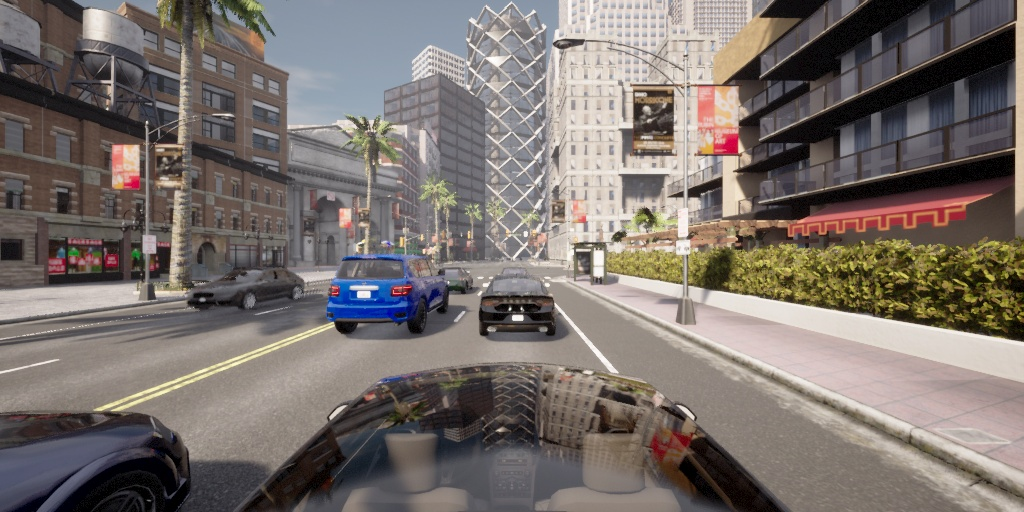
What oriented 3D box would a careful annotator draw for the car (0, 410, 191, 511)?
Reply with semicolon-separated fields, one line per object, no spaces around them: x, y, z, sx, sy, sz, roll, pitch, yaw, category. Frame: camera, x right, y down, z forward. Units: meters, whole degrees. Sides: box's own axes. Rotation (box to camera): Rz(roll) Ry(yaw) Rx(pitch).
-3.341;1.314;0.867;1.994;1.385;4.181;0;0;0;car

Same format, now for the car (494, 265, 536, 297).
0.144;1.297;20.061;2.033;1.411;5.357;0;0;0;car

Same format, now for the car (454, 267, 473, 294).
-3.350;1.314;20.235;1.994;1.385;4.181;0;0;0;car

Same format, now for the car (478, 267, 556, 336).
0.131;1.228;10.471;1.882;1.535;5.008;0;0;0;car

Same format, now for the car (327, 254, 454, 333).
-3.376;0.971;10.876;2.150;2.045;5.566;0;0;0;car

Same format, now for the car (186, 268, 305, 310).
-10.515;1.256;14.639;1.837;1.490;4.892;0;0;1;car
